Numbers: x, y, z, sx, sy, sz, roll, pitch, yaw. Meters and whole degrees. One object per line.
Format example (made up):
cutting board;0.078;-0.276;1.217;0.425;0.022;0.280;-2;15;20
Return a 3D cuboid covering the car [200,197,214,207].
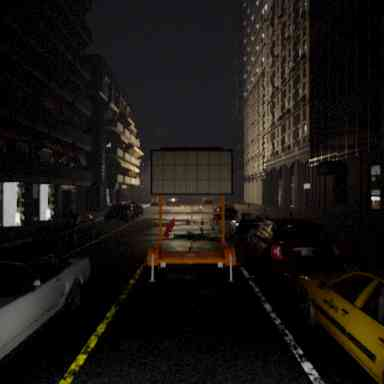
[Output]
car;2.647;1.712;54.860;1.887;1.381;4.507;0;0;0

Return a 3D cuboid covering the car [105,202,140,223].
car;-5.712;1.641;26.611;1.947;1.339;4.313;0;0;0

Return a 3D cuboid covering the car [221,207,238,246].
car;2.677;1.593;15.321;2.008;1.369;4.403;0;0;0

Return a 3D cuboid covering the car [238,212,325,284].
car;2.682;1.466;9.672;1.967;1.590;4.097;0;0;0

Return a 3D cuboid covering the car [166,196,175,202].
car;-5.760;1.842;88.745;2.008;1.369;4.403;0;0;0

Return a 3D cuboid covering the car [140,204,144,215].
car;-5.716;1.617;32.090;1.752;1.417;4.829;0;0;0

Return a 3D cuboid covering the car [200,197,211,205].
car;2.638;1.757;66.157;2.008;1.369;4.403;0;0;0

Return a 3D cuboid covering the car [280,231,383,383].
car;2.686;1.537;4.194;1.752;1.417;4.829;0;0;0

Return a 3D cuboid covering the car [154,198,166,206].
car;-5.738;1.769;60.502;1.802;1.307;4.206;0;0;0

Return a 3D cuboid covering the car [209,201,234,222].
car;2.669;1.641;26.618;1.947;1.339;4.313;0;0;0

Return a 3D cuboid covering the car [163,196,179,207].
car;-3.043;1.710;53.557;2.033;1.411;5.357;0;0;0

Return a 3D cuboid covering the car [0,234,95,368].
car;-3.105;1.614;4.958;1.895;1.301;4.718;0;0;0

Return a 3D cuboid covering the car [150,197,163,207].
car;-5.734;1.607;54.854;1.967;1.590;4.097;0;0;0

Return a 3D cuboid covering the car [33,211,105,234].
car;-5.703;1.593;15.313;2.008;1.369;4.403;0;0;0

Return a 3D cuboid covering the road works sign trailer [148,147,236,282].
road works sign trailer;-0.008;0.491;9.831;2.380;3.560;2.880;0;0;0

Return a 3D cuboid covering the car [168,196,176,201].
car;-5.764;1.864;94.393;2.008;1.369;4.403;0;0;0
